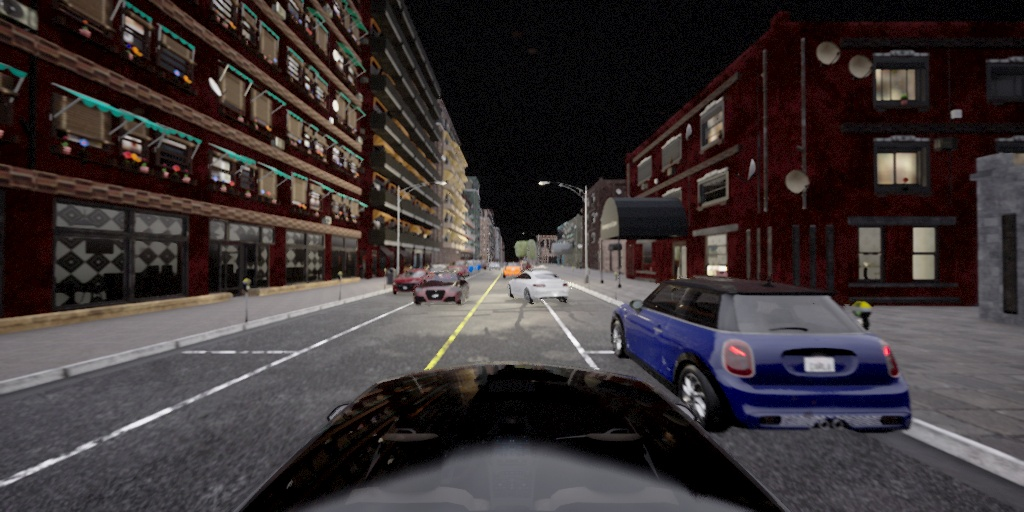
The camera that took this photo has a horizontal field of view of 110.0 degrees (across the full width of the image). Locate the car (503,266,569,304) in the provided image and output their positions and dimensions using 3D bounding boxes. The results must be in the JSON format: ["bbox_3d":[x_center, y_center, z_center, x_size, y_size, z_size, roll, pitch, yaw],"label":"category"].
[{"bbox_3d":[1.165,1.404,17.203,1.812,1.442,4.674,0,0,-16],"label":"car"}]

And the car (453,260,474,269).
[{"bbox_3d":[-5.679,1.373,37.911,2.192,1.841,5.009,0,0,0],"label":"car"}]

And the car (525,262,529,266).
[{"bbox_3d":[2.702,1.609,37.908,2.007,1.370,4.403,0,0,0],"label":"car"}]

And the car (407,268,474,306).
[{"bbox_3d":[-3.096,1.436,16.471,1.994,1.385,4.181,0,0,0],"label":"car"}]

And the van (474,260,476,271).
[{"bbox_3d":[-5.677,1.449,43.450,1.690,1.789,3.998,0,0,0],"label":"van"}]

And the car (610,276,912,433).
[{"bbox_3d":[3.114,1.136,5.756,2.097,1.767,4.553,0,0,0],"label":"car"}]

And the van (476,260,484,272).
[{"bbox_3d":[-5.673,1.553,54.527,1.690,1.789,3.998,0,0,0],"label":"van"}]

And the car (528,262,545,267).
[{"bbox_3d":[2.700,1.535,32.539,1.751,1.417,4.829,0,0,0],"label":"car"}]

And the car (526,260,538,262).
[{"bbox_3d":[2.706,1.475,48.985,2.192,1.841,5.009,0,0,0],"label":"car"}]

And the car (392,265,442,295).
[{"bbox_3d":[-5.684,1.458,21.294,1.888,1.381,4.507,0,0,0],"label":"car"}]

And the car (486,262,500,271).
[{"bbox_3d":[-2.980,1.824,61.757,1.812,1.442,4.674,0,-1,0],"label":"car"}]

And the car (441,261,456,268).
[{"bbox_3d":[-5.682,1.400,26.832,1.967,1.591,4.097,0,0,0],"label":"car"}]

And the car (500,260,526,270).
[{"bbox_3d":[0.101,1.421,39.147,2.097,1.767,4.553,0,-1,0],"label":"car"}]
